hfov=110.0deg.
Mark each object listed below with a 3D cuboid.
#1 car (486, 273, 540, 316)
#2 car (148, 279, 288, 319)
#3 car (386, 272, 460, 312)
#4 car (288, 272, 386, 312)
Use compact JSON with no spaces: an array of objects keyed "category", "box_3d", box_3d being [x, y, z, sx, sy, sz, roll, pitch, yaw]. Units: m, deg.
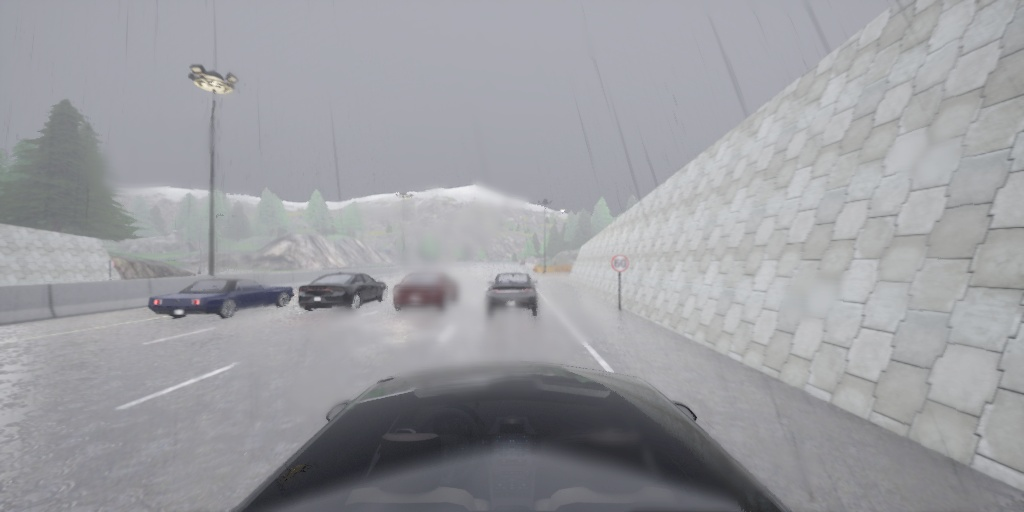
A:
[{"category":"car","box_3d":[0.051,1.409,14.115,2.128,1.511,4.902,0,-1,1]},{"category":"car","box_3d":[-10.455,1.510,13.509,1.895,1.301,4.718,0,-1,1]},{"category":"car","box_3d":[-3.439,1.411,15.302,1.882,1.535,5.008,0,0,1]},{"category":"car","box_3d":[-6.939,1.411,15.306,1.882,1.535,5.008,0,0,1]}]
